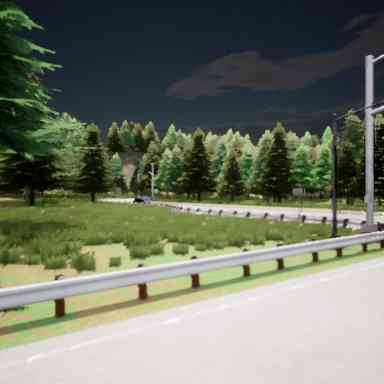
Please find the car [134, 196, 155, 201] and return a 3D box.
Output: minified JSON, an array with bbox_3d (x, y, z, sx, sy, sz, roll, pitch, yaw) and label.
[{"bbox_3d":[-7.284,1.357,50.918,2.128,1.511,4.902,0,0,-34],"label":"car"}]
